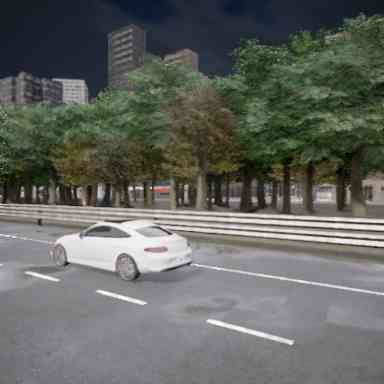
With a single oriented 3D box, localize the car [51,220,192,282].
[{"bbox_3d":[-2.157,1.536,9.706,4.674,1.442,1.812,0,0,36],"label":"car"}]
